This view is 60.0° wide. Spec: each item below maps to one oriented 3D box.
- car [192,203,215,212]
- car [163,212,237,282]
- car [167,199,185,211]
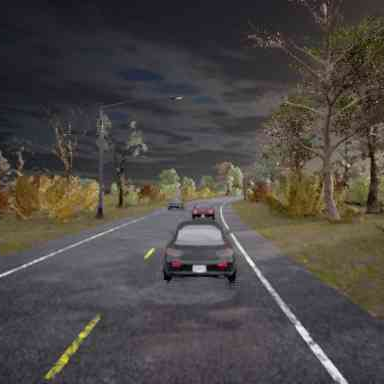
[{"bbox_3d":[1.034,1.643,28.918,1.895,1.301,4.718,0,0,4],"label":"car"},{"bbox_3d":[0.228,1.541,9.712,1.812,1.442,4.674,0,0,2],"label":"car"},{"bbox_3d":[-1.870,1.601,41.008,2.033,1.411,5.357,0,0,4],"label":"car"}]
